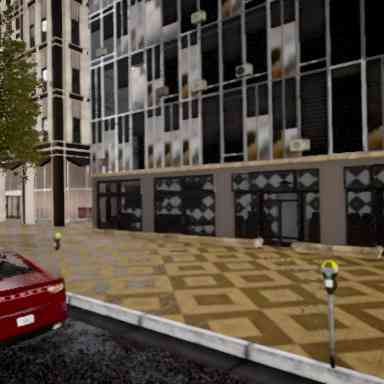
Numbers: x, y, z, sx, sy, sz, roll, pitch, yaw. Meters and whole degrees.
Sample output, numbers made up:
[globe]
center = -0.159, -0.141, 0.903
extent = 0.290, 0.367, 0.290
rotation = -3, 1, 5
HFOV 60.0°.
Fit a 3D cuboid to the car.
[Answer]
[car]
center = -4.044, 1.611, 5.770
extent = 4.507, 1.381, 1.887
rotation = -1, -1, 36
